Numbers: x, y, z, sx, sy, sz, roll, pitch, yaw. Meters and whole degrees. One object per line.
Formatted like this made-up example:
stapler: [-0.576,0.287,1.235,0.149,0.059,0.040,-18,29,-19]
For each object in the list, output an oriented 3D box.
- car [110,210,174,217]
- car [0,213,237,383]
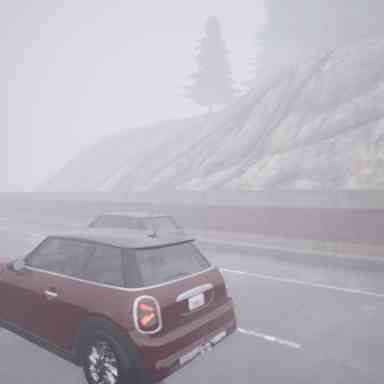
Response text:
car: [-2.204,1.390,10.313,4.553,1.767,2.097,0,0,39]
car: [-1.635,1.372,5.386,4.553,1.767,2.097,0,0,37]
